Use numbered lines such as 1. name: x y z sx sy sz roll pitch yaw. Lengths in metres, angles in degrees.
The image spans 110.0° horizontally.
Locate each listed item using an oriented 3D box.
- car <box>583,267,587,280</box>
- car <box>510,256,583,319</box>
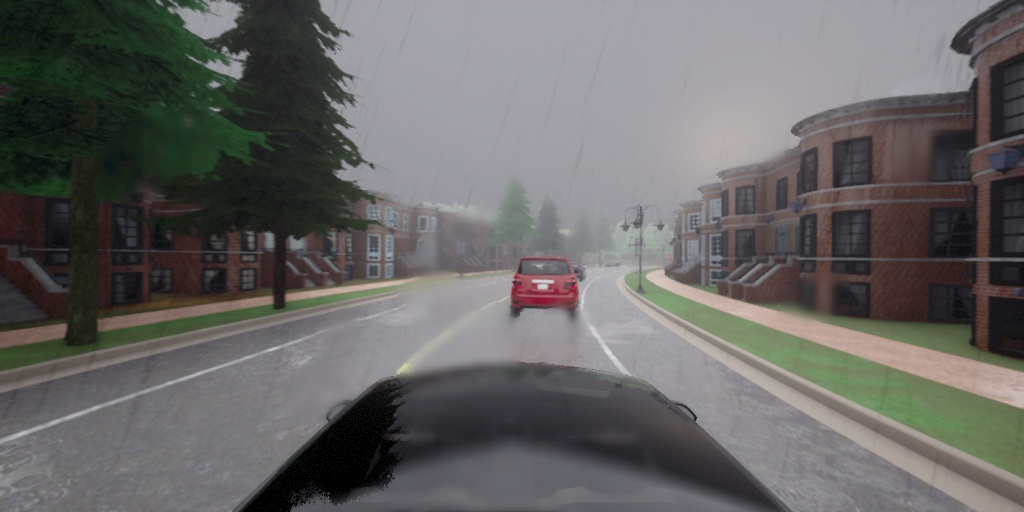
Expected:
1. car: 5.352 1.368 31.156 2.128 1.511 4.902 1 0 16
2. car: 1.310 1.011 13.232 2.150 2.045 5.566 1 0 9
